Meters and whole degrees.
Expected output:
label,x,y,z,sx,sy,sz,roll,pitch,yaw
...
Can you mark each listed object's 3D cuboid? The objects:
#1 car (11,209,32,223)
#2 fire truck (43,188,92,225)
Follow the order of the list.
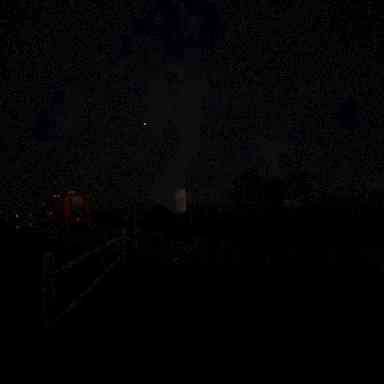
label,x,y,z,sx,sy,sz,roll,pitch,yaw
car,-23.813,3.234,46.322,2.097,1.767,4.553,-2,-1,-36
fire truck,-14.085,1.672,37.365,2.891,3.827,8.468,-2,-1,-36
